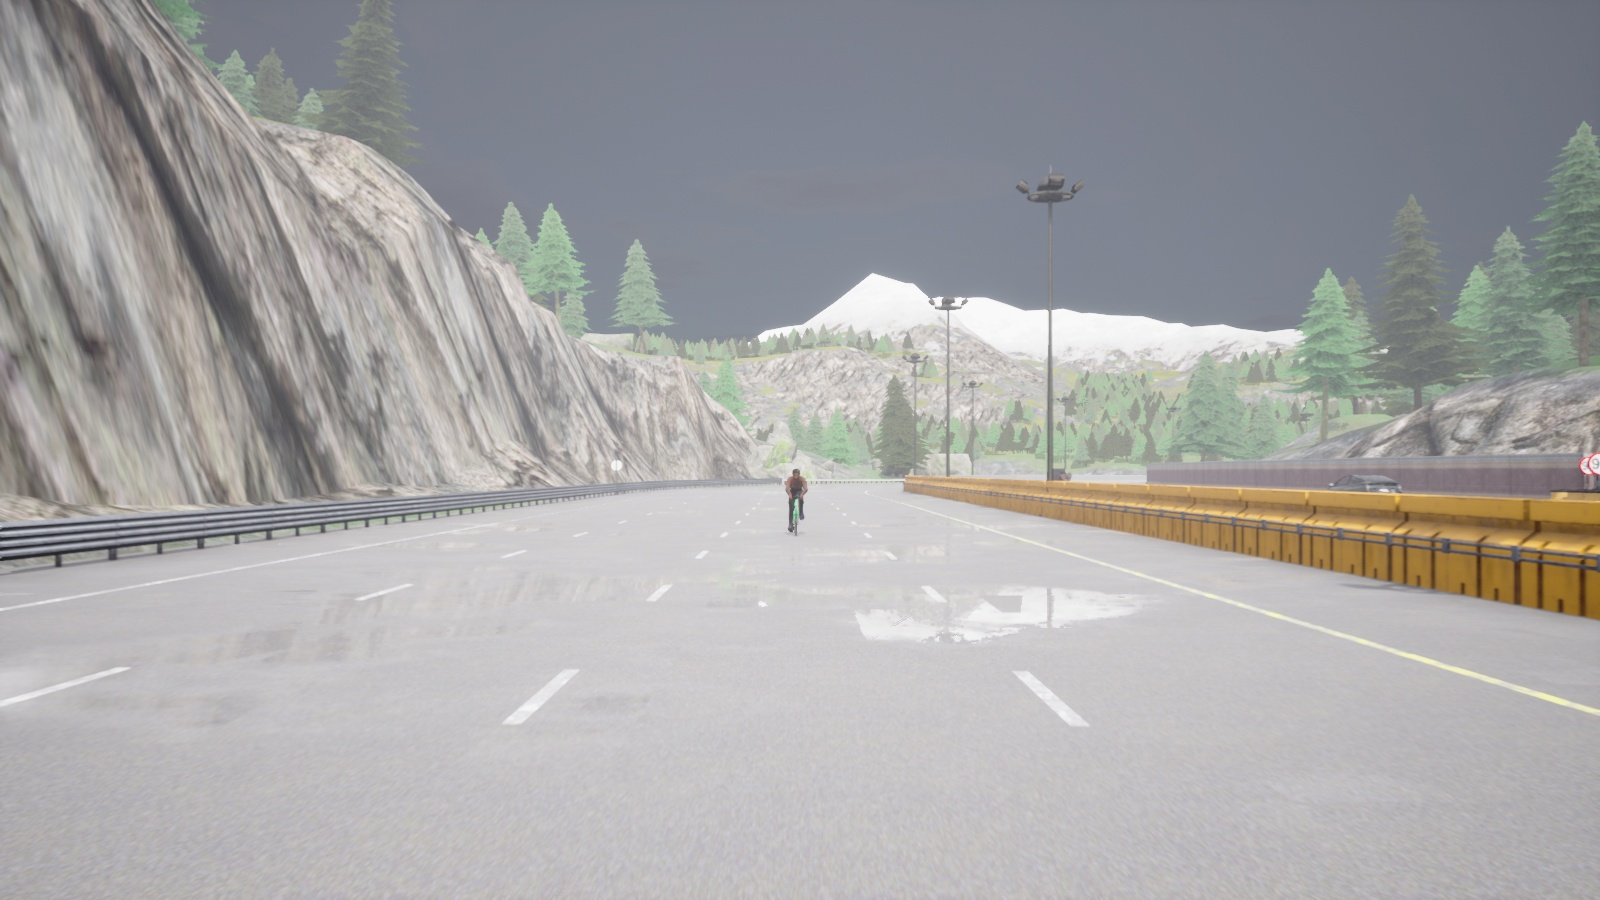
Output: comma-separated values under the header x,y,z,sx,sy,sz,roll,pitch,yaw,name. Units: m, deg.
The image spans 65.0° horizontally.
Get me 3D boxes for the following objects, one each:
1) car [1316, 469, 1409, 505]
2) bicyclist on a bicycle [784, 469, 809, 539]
x,y,z,sx,sy,sz,roll,pitch,yaw,name
24.327,1.577,54.520,2.007,1.525,4.514,0,-1,0,car
-0.081,1.272,30.120,0.582,1.620,1.656,0,-1,0,bicyclist on a bicycle
